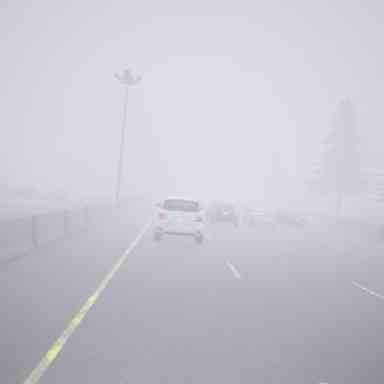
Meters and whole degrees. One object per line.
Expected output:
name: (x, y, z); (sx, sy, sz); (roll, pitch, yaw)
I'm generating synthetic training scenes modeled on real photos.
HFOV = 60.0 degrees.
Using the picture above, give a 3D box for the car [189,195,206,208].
car: (0.784, 1.399, 51.458); (2.128, 1.511, 4.902); (5, 1, -3)

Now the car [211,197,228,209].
car: (4.253, 1.721, 51.862); (1.812, 1.442, 4.674); (5, 1, -3)

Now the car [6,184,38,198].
car: (-19.566, -0.223, 39.313); (1.812, 1.442, 4.674); (5, 1, -3)

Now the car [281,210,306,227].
car: (8.973, 2.369, 30.795); (1.994, 1.385, 4.181); (5, 0, -3)

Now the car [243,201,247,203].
car: (7.752, 2.058, 51.695); (1.994, 1.385, 4.181); (5, 1, -3)

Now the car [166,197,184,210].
car: (-2.135, 1.386, 41.433); (1.895, 1.301, 4.718); (5, 1, -3)

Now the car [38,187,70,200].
car: (-16.089, 0.140, 39.492); (1.895, 1.301, 4.718); (5, 1, -3)

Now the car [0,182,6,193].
car: (-23.049, -0.499, 39.105); (2.033, 1.411, 5.357); (5, 1, -3)

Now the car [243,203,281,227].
car: (5.641, 2.061, 28.132); (1.812, 1.442, 4.674); (5, 0, -3)

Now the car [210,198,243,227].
car: (2.276, 1.611, 26.183); (2.097, 1.767, 4.553); (5, 0, -3)

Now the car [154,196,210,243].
car: (-0.652, 1.247, 16.795); (2.150, 2.045, 5.566); (5, 0, -3)
